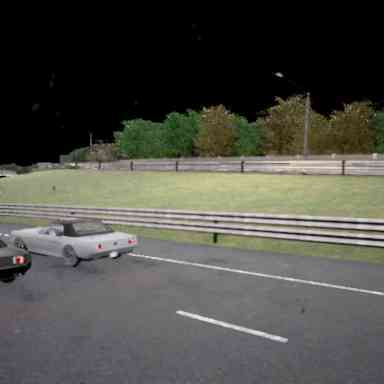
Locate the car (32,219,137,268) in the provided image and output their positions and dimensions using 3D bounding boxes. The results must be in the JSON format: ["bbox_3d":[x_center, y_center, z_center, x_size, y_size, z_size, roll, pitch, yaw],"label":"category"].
[{"bbox_3d":[-4.159,1.577,11.245,4.718,1.301,1.895,0,0,35],"label":"car"}]

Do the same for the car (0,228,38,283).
[{"bbox_3d":[-6.132,1.578,8.353,4.718,1.301,1.895,0,0,35],"label":"car"}]
